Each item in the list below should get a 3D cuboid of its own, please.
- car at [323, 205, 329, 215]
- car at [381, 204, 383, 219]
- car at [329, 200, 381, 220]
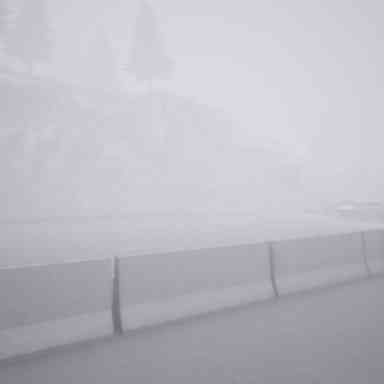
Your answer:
[{"bbox_3d":[14.888,1.506,32.006,4.892,1.490,1.837,0,0,-24],"label":"car"},{"bbox_3d":[17.073,1.604,25.308,4.718,1.301,1.895,0,0,-24],"label":"car"},{"bbox_3d":[14.319,1.455,27.876,5.008,1.535,1.882,1,0,-25],"label":"car"}]
